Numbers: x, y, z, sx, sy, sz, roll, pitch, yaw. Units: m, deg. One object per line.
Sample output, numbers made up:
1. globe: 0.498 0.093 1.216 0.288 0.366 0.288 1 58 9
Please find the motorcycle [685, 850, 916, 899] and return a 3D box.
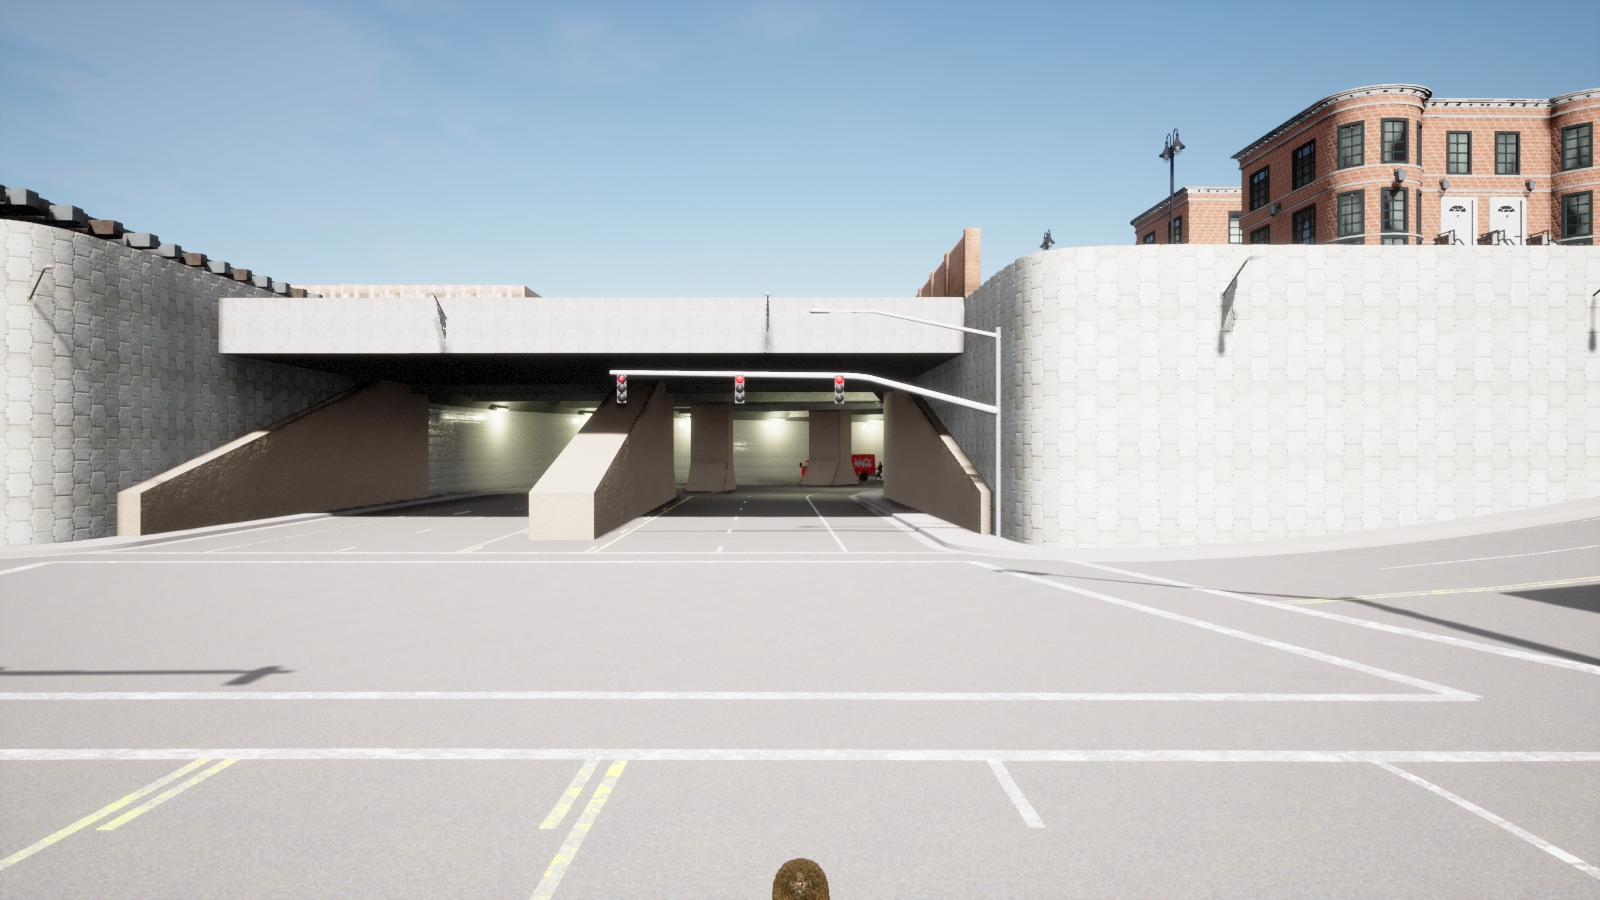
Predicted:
1. motorcycle: 0.004 2.174 3.443 0.803 1.224 2.033 0 0 0
